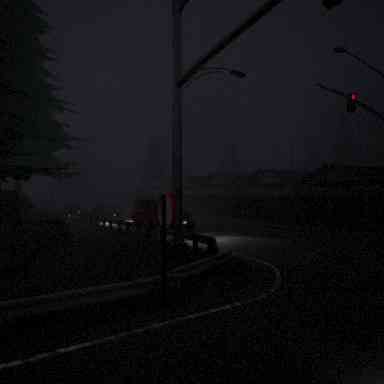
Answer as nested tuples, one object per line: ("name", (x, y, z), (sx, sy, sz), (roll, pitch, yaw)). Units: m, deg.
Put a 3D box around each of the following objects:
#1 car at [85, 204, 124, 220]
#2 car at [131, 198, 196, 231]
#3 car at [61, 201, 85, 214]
("car", (-7.651, 1.755, 29.695), (1.994, 1.385, 4.181), (0, 0, -35))
("car", (-1.995, 1.413, 21.567), (2.150, 2.045, 5.566), (0, 0, -35))
("car", (-13.653, 1.737, 38.218), (2.033, 1.411, 5.357), (0, 0, -33))
